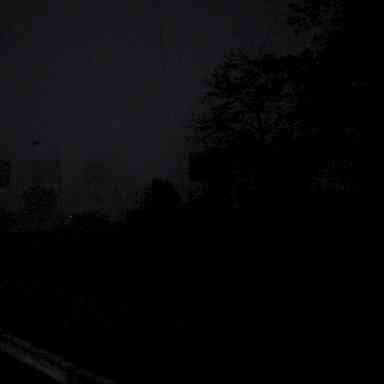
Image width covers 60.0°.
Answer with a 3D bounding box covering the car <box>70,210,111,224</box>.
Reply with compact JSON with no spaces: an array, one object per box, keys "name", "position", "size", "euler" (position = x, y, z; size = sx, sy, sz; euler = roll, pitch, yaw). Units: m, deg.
[{"name":"car","position":[-10.968,2.674,36.191],"size":[1.812,1.442,4.674],"euler":[-4,-3,32]}]
